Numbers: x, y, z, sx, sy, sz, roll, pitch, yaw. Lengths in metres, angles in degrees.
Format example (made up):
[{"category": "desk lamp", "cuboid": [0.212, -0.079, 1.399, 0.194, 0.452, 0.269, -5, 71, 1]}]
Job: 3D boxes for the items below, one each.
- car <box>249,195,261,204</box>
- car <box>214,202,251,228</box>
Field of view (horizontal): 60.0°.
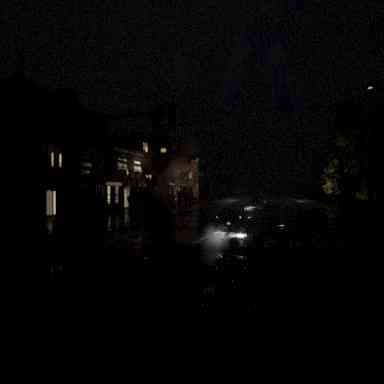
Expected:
[{"category": "car", "cuboid": [11.574, 1.323, 60.744, 2.097, 1.767, 4.553, 0, 0, 13]}, {"category": "car", "cuboid": [2.700, 1.595, 22.319, 1.895, 1.301, 4.718, 0, 0, 13]}]
